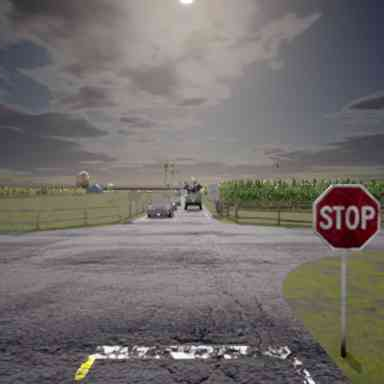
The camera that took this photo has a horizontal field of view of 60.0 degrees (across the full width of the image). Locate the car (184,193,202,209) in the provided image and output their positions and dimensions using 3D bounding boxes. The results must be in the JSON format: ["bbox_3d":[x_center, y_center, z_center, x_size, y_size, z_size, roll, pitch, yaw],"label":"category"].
[{"bbox_3d":[0.180,1.182,44.726,2.150,2.045,5.566,0,0,0],"label":"car"}]

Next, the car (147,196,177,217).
[{"bbox_3d":[-2.806,1.329,30.468,2.097,1.767,4.553,0,0,0],"label":"car"}]

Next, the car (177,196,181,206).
[{"bbox_3d":[-2.776,1.513,41.127,2.033,1.411,5.357,0,0,0],"label":"car"}]
